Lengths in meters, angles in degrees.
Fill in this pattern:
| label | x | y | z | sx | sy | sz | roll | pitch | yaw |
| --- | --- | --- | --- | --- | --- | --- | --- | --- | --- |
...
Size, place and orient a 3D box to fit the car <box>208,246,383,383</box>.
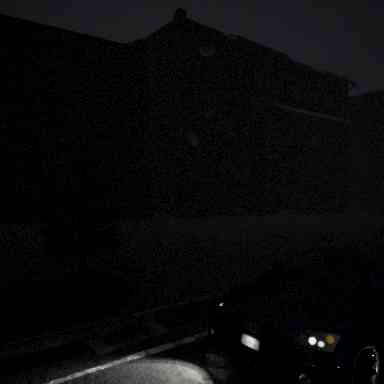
| label | x | y | z | sx | sy | sz | roll | pitch | yaw |
| --- | --- | --- | --- | --- | --- | --- | --- | --- | --- |
| car | 2.268 | 1.596 | 5.119 | 4.181 | 1.385 | 1.994 | 1 | 0 | -37 |
